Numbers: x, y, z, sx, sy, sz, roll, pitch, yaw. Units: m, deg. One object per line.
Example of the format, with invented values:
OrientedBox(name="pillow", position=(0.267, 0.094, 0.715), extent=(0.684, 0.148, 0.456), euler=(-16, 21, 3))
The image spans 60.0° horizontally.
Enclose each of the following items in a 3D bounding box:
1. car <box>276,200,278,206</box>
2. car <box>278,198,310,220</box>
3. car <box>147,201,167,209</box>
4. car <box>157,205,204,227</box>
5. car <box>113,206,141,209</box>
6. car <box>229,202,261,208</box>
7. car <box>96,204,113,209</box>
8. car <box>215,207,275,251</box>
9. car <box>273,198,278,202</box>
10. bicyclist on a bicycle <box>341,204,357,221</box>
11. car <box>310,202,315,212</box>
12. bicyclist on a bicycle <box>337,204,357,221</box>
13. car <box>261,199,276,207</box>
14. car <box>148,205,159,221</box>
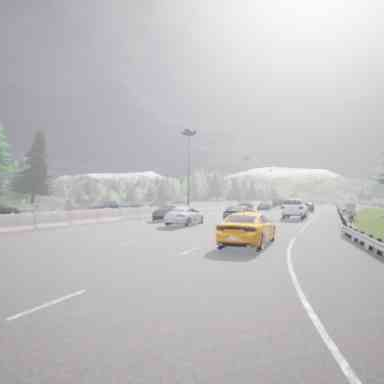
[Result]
OrientedBox(name="car", position=(15.856, 2.410, 55.527), extent=(1.994, 1.385, 4.181), euler=(0, -1, 23))
OrientedBox(name="car", position=(10.597, 1.732, 34.233), extent=(2.150, 2.045, 5.566), euler=(0, -1, 23))
OrientedBox(name="car", position=(-6.853, 2.489, 65.065), extent=(1.994, 1.385, 4.181), euler=(0, -1, 24))
OrientedBox(name="car", position=(-0.570, 1.877, 25.804), extent=(1.812, 1.442, 4.674), euler=(0, -1, 23))
OrientedBox(name="car", position=(-9.407, 2.223, 50.311), extent=(1.812, 1.442, 4.674), euler=(0, -1, 23))
OrientedBox(name="car", position=(3.937, 1.882, 27.473), extent=(2.128, 1.511, 4.902), euler=(0, -1, 23))
OrientedBox(name="car", position=(-13.116, 2.042, 50.525), extent=(2.097, 1.767, 4.553), euler=(0, -1, 23))
OrientedBox(name="car", position=(2.589, 1.680, 15.308), extent=(1.882, 1.535, 5.008), euler=(0, -1, 23))
OrientedBox(name="car", position=(18.203, 2.299, 70.160), extent=(2.150, 2.045, 5.566), euler=(0, -1, 23))
OrientedBox(name="bicyclist on a bicycle", position=(14.593, 1.945, 31.249), extent=(1.656, 1.620, 0.582), euler=(1, 0, 16))
OrientedBox(name="car", position=(17.904, 2.282, 51.410), extent=(2.128, 1.511, 4.902), euler=(0, -1, 23))
OrientedBox(name="bicyclist on a bicycle", position=(14.982, 1.958, 32.163), extent=(1.656, 1.620, 0.582), euler=(1, -3, 44))
OrientedBox(name="car", position=(12.420, 2.413, 56.391), extent=(1.994, 1.385, 4.181), euler=(0, -1, 23))
OrientedBox(name="car", position=(-2.069, 1.994, 31.241), extent=(1.994, 1.385, 4.181), euler=(0, -1, 23))
